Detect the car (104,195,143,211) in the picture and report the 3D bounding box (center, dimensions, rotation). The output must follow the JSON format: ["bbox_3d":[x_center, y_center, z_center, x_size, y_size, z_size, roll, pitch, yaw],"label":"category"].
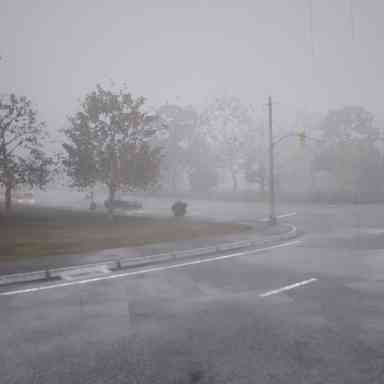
[{"bbox_3d":[-7.118,1.049,34.153,4.674,1.442,1.812,2,3,39],"label":"car"}]

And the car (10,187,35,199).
[{"bbox_3d":[-24.916,0.043,48.620,4.553,1.767,2.097,3,4,39],"label":"car"}]
